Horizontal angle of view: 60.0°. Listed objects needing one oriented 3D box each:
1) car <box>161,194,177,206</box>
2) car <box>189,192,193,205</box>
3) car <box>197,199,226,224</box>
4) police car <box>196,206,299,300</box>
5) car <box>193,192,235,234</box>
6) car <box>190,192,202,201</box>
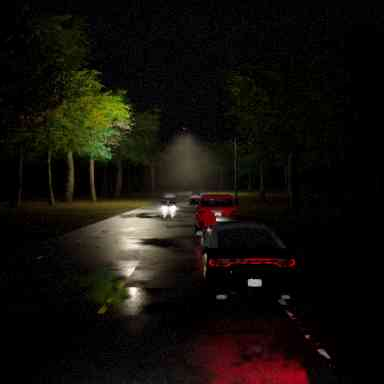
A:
[{"bbox_3d":[-3.085,1.041,45.770,2.128,1.511,4.902,0,1,1],"label":"car"},{"bbox_3d":[0.549,1.088,46.157,2.033,1.411,5.357,0,1,1],"label":"car"},{"bbox_3d":[1.323,1.346,24.381,1.837,1.490,4.892,0,1,1],"label":"car"},{"bbox_3d":[1.145,1.398,8.493,1.930,1.638,5.238,0,0,1],"label":"police car"},{"bbox_3d":[1.256,1.127,18.407,2.150,2.045,5.566,0,1,1],"label":"car"},{"bbox_3d":[0.671,0.739,59.869,2.033,1.411,5.357,0,2,1],"label":"car"}]
